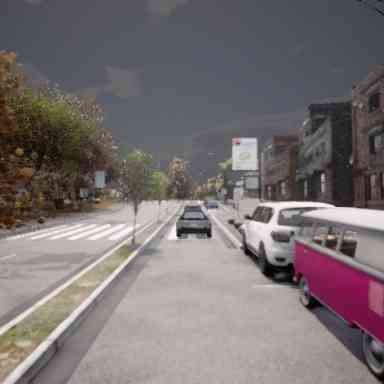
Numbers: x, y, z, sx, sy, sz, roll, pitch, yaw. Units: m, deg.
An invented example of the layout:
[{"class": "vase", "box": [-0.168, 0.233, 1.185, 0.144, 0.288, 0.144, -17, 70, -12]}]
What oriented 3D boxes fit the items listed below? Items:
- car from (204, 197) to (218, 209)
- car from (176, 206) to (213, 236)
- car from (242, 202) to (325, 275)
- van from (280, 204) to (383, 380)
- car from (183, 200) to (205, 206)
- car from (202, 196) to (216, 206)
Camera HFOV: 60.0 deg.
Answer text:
[{"class": "car", "box": [2.932, 1.773, 49.847, 2.033, 1.411, 5.357, 0, 1, 0]}, {"class": "car", "box": [0.102, 1.748, 19.600, 1.994, 1.385, 4.181, 0, 0, 0]}, {"class": "car", "box": [3.050, 1.337, 11.013, 2.435, 2.045, 5.566, 0, -1, 0]}, {"class": "van", "box": [3.051, 1.311, 5.555, 1.878, 1.987, 4.442, 0, -1, 0]}, {"class": "car", "box": [0.105, 1.817, 35.658, 1.837, 1.490, 4.892, 0, 0, 0]}, {"class": "car", "box": [2.933, 1.562, 57.644, 2.128, 1.511, 4.902, 0, 1, 0]}]
